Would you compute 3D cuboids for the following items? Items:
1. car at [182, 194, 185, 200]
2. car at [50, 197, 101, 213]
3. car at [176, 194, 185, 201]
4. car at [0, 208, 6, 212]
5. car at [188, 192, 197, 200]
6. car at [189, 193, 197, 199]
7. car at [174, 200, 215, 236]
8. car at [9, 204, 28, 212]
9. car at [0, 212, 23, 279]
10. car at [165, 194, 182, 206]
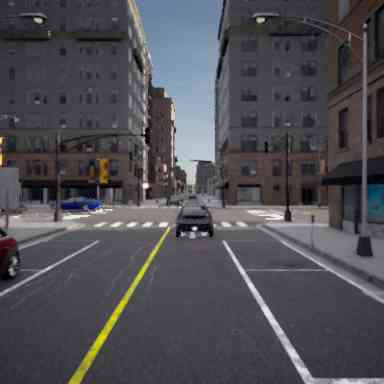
[{"bbox_3d":[-2.651,1.271,63.602,1.994,1.385,4.181,0,0,0],"label":"car"},{"bbox_3d":[-11.796,1.255,33.735,5.008,1.535,1.882,0,0,6],"label":"car"},{"bbox_3d":[-2.597,1.172,74.827,1.837,1.490,4.892,0,0,0],"label":"car"},{"bbox_3d":[-18.001,1.324,27.017,4.674,1.442,1.812,0,0,0],"label":"car"},{"bbox_3d":[0.181,1.150,80.141,1.837,1.490,4.892,0,0,1],"label":"car"},{"bbox_3d":[0.325,1.008,90.540,2.128,1.511,4.902,0,0,2],"label":"car"},{"bbox_3d":[0.127,1.407,17.581,1.837,1.490,4.892,0,0,0],"label":"car"},{"bbox_3d":[-17.316,1.344,30.273,4.181,1.385,1.994,0,0,0],"label":"car"},{"bbox_3d":[-5.379,1.399,6.849,1.967,1.590,4.097,0,0,0],"label":"car"},{"bbox_3d":[-2.780,1.265,48.708,1.837,1.490,4.892,0,0,0],"label":"car"}]
